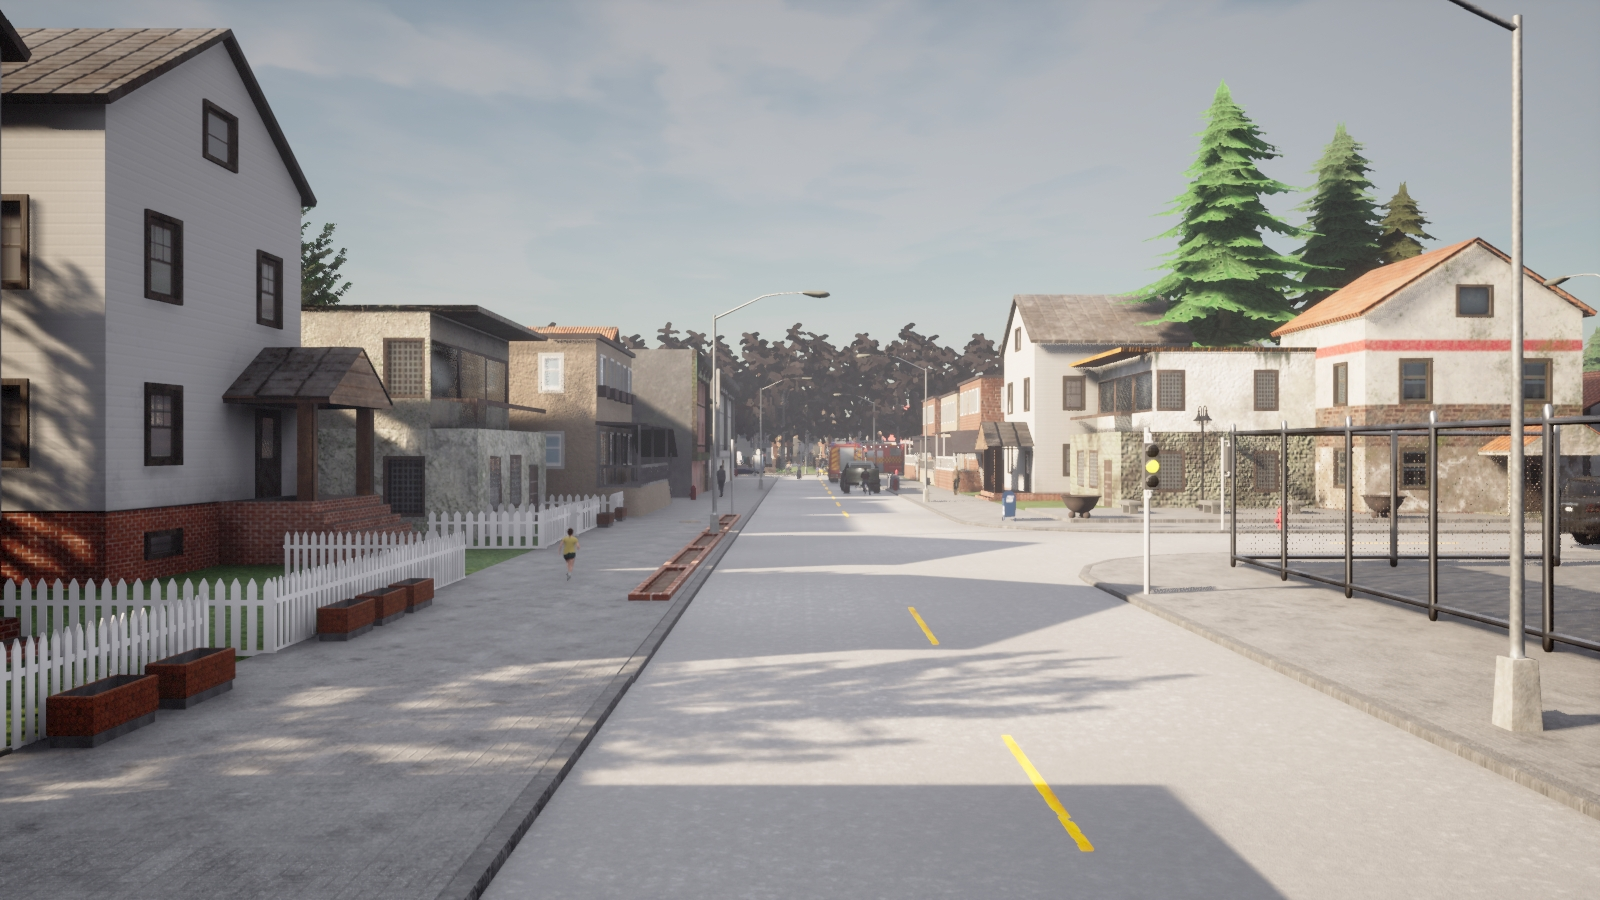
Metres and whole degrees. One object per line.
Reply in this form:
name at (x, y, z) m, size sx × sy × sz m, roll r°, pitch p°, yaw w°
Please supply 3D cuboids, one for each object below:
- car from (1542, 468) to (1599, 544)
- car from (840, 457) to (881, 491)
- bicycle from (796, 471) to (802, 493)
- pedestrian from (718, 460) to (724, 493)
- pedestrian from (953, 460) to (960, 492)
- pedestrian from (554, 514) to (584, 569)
car at (24.560, 1.560, 32.454) m, size 5.566 × 2.045 × 2.150 m, roll 0°, pitch 0°, yaw 1°
car at (3.979, 1.534, 75.783) m, size 2.390 × 2.098 × 6.274 m, roll 0°, pitch 0°, yaw 0°
bicycle at (-0.067, 1.940, 69.737) m, size 0.329 × 1.271 × 1.835 m, roll 0°, pitch 0°, yaw 0°
pedestrian at (-4.490, 1.524, 64.933) m, size 0.375 × 1.860 × 0.375 m, roll 0°, pitch 0°, yaw -3°
pedestrian at (9.126, 1.524, 66.684) m, size 0.375 × 1.860 × 0.375 m, roll 0°, pitch 0°, yaw 0°
pedestrian at (-4.797, 1.905, 23.751) m, size 0.500 × 1.100 × 0.500 m, roll 0°, pitch 0°, yaw 4°
